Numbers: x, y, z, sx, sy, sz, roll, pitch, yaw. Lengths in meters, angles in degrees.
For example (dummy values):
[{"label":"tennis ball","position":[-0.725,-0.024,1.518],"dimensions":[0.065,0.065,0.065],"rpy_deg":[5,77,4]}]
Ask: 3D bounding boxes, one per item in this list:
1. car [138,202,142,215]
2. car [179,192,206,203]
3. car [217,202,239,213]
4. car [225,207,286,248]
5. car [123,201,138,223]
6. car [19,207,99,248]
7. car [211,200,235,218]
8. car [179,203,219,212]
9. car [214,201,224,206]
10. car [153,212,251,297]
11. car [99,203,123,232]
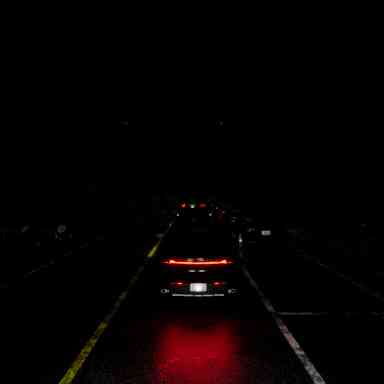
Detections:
[{"label":"car","position":[-5.719,1.544,31.029],"dimensions":[1.887,1.381,4.507],"rpy_deg":[-1,0,0]},{"label":"car","position":[0.050,1.220,28.511],"dimensions":[2.150,2.045,5.566],"rpy_deg":[0,0,0]},{"label":"car","position":[2.786,1.543,20.002],"dimensions":[1.887,1.381,4.507],"rpy_deg":[-1,0,0]},{"label":"car","position":[2.776,1.564,14.497],"dimensions":[1.947,1.339,4.313],"rpy_deg":[-1,0,0]},{"label":"car","position":[-5.729,1.549,25.523],"dimensions":[2.008,1.369,4.403],"rpy_deg":[-1,0,0]},{"label":"car","position":[-5.750,1.438,14.512],"dimensions":[1.967,1.590,4.097],"rpy_deg":[-1,0,0]},{"label":"car","position":[2.806,1.543,31.013],"dimensions":[1.887,1.381,4.507],"rpy_deg":[-1,0,0]},{"label":"car","position":[0.126,1.545,18.266],"dimensions":[2.033,1.411,5.357],"rpy_deg":[0,0,0]},{"label":"car","position":[2.796,1.543,25.508],"dimensions":[1.887,1.381,4.507],"rpy_deg":[-1,0,0]},{"label":"car","position":[0.117,1.503,8.528],"dimensions":[1.837,1.490,4.892],"rpy_deg":[0,0,0]},{"label":"car","position":[-5.739,1.564,20.018],"dimensions":[1.947,1.339,4.313],"rpy_deg":[-1,0,0]}]
